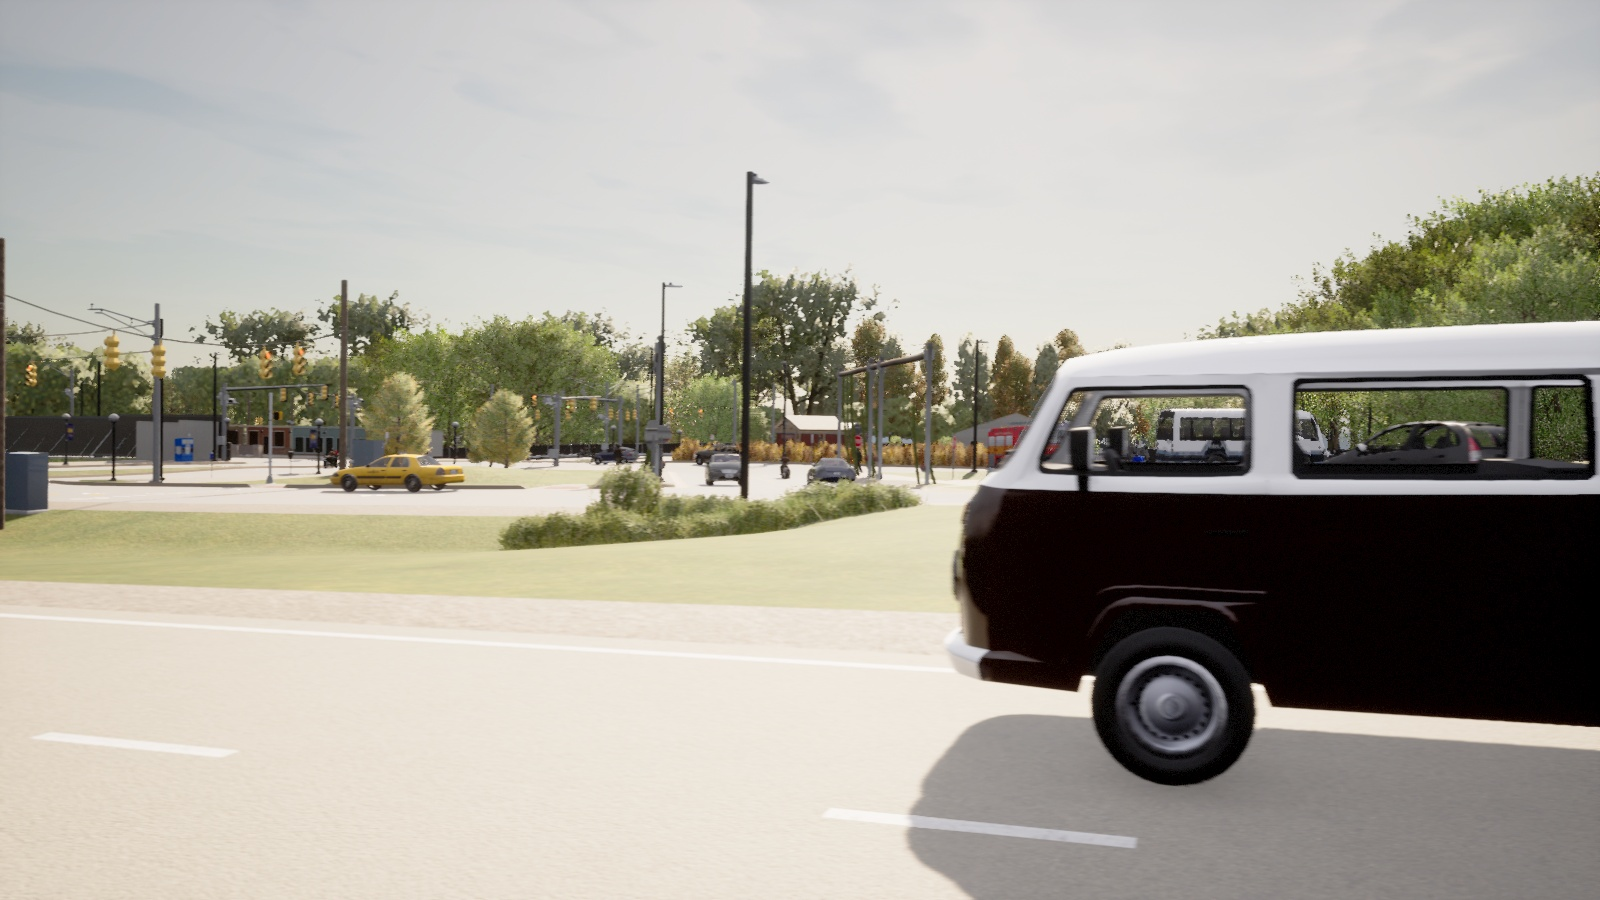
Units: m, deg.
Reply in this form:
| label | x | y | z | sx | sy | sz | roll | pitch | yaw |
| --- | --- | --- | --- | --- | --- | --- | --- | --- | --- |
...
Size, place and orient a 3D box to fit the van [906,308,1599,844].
| label | x | y | z | sx | sy | sz | roll | pitch | yaw |
| --- | --- | --- | --- | --- | --- | --- | --- | --- | --- |
| van | 2.934 | 0.462 | 5.894 | 4.480 | 2.038 | 2.069 | 0 | 1 | 19 |

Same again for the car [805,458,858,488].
| label | x | y | z | sx | sy | sz | roll | pitch | yaw |
| --- | --- | --- | --- | --- | --- | --- | --- | --- | --- |
| car | 1.480 | 1.098 | 61.303 | 1.994 | 1.385 | 4.181 | 1 | 0 | -7 |

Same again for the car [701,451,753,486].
| label | x | y | z | sx | sy | sz | roll | pitch | yaw |
| --- | --- | --- | --- | --- | --- | --- | --- | --- | --- |
| car | -3.490 | 0.857 | 58.950 | 2.128 | 1.511 | 4.902 | 1 | -1 | -7 |

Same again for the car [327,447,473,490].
| label | x | y | z | sx | sy | sz | roll | pitch | yaw |
| --- | --- | --- | --- | --- | --- | --- | --- | --- | --- |
| car | -15.569 | 0.693 | 48.911 | 5.366 | 1.575 | 1.801 | 0 | 1 | 18 |

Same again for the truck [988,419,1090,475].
| label | x | y | z | sx | sy | sz | roll | pitch | yaw |
| --- | --- | --- | --- | --- | --- | --- | --- | --- | --- |
| truck | 17.100 | -0.120 | 90.513 | 2.891 | 3.827 | 8.468 | 1 | -1 | -24 |
